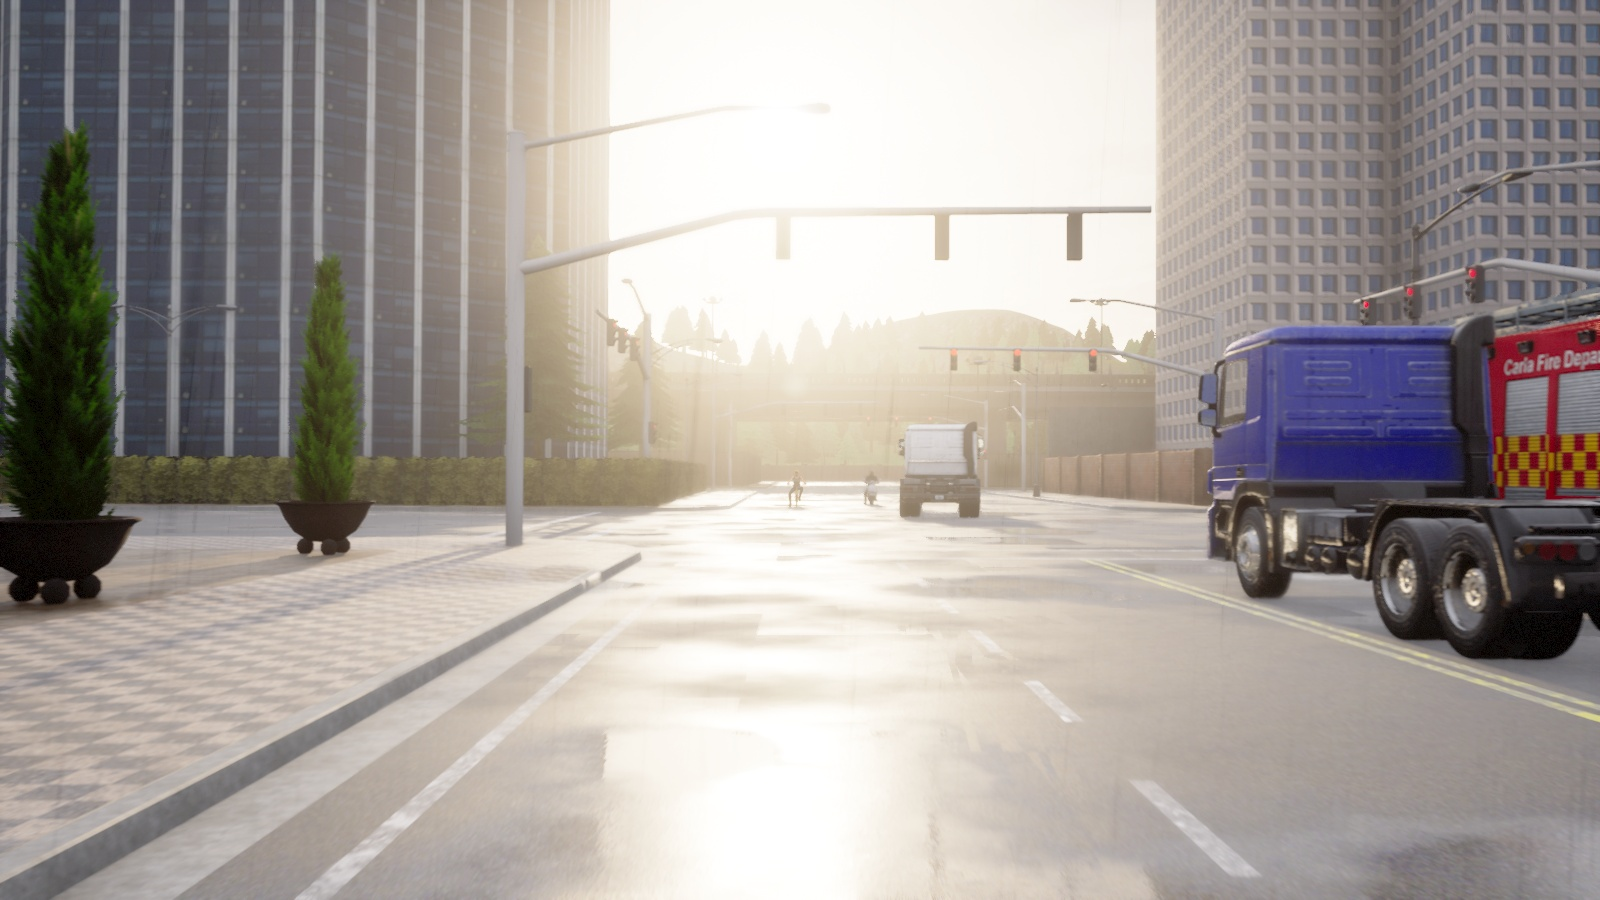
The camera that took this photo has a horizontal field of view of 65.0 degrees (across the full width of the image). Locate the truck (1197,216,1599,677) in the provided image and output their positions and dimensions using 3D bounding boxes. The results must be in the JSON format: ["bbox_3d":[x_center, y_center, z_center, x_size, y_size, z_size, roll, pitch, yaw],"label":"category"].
[{"bbox_3d":[6.963,0.029,13.391,2.891,3.462,7.936,0,-1,0],"label":"truck"}]

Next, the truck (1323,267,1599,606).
[{"bbox_3d":[10.449,-0.103,17.284,2.891,3.827,8.468,0,-1,0],"label":"truck"}]

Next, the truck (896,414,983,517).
[{"bbox_3d":[5.181,0.589,46.401,2.891,3.462,7.936,0,-1,7],"label":"truck"}]

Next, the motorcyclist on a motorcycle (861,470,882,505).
[{"bbox_3d":[3.357,1.737,58.701,0.866,1.590,1.817,0,-1,0],"label":"motorcyclist on a motorcycle"}]
